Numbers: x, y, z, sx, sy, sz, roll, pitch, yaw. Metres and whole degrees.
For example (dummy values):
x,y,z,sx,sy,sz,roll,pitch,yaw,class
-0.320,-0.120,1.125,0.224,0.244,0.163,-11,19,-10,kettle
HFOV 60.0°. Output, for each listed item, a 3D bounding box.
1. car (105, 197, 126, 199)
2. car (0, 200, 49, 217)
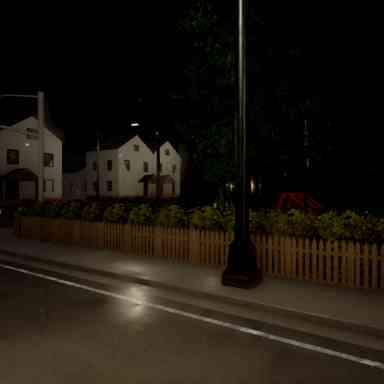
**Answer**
x,y,z,sx,sy,sz,roll,pitch,yaw,class
-9.389,1.352,38.811,2.097,1.767,4.553,0,0,35,car
-15.037,1.491,30.641,2.128,1.511,4.902,0,0,35,car
